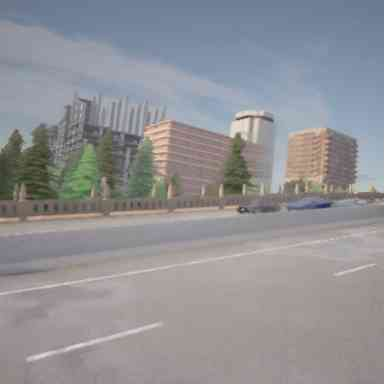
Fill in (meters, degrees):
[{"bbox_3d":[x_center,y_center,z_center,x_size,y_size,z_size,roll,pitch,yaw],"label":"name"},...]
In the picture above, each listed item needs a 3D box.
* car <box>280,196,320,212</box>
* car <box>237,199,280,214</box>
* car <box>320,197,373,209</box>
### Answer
[{"bbox_3d":[10.157,1.160,28.416,5.008,1.535,1.882,-1,1,-35],"label":"car"},{"bbox_3d":[6.000,1.284,29.750,4.181,1.385,1.994,-1,1,-35],"label":"car"},{"bbox_3d":[12.213,1.208,25.583,4.674,1.442,1.812,-1,1,-35],"label":"car"}]
